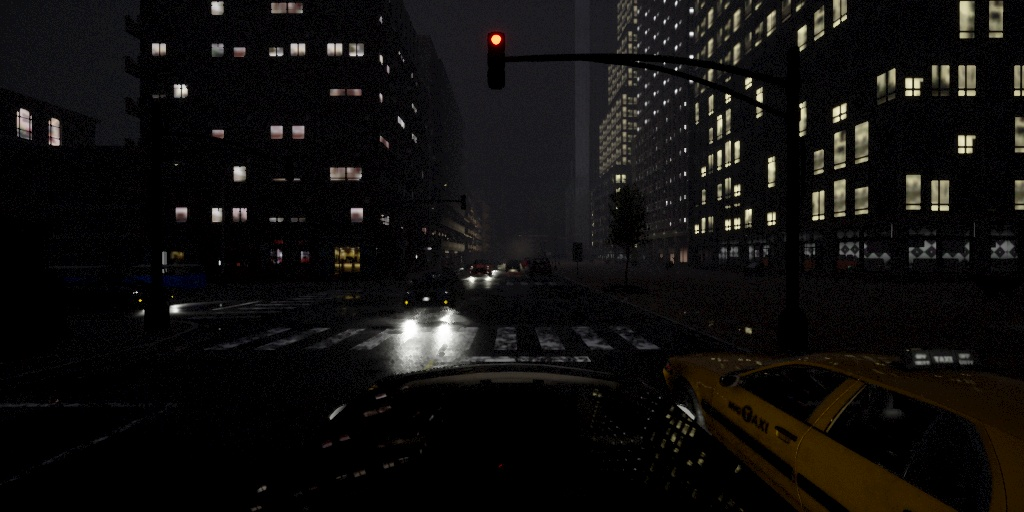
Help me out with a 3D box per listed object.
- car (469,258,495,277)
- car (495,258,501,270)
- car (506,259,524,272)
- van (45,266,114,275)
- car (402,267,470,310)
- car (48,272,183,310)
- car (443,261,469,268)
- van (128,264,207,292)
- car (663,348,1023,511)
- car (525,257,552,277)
[{"bbox_3d":[-3.100,1.112,36.177,2.097,1.767,4.553,0,0,0],"label":"car"},{"bbox_3d":[-3.093,1.267,52.202,2.128,1.511,4.902,0,0,0],"label":"car"},{"bbox_3d":[0.100,1.263,47.986,2.128,1.511,4.902,0,0,0],"label":"car"},{"bbox_3d":[-26.305,1.481,21.479,3.998,1.789,1.690,0,0,-1],"label":"van"},{"bbox_3d":[-3.109,1.360,14.949,1.994,1.385,4.181,0,0,0],"label":"car"},{"bbox_3d":[-17.602,1.583,15.765,4.181,1.385,1.994,-1,0,-1],"label":"car"},{"bbox_3d":[-5.691,1.309,34.770,2.007,1.370,4.403,0,0,0],"label":"car"},{"bbox_3d":[-20.767,1.390,21.530,3.998,1.789,1.690,0,0,-1],"label":"van"},{"bbox_3d":[2.689,1.275,2.527,1.751,1.417,4.829,0,0,0],"label":"car"},{"bbox_3d":[2.689,1.074,34.770,2.192,1.841,5.009,0,0,0],"label":"car"}]
